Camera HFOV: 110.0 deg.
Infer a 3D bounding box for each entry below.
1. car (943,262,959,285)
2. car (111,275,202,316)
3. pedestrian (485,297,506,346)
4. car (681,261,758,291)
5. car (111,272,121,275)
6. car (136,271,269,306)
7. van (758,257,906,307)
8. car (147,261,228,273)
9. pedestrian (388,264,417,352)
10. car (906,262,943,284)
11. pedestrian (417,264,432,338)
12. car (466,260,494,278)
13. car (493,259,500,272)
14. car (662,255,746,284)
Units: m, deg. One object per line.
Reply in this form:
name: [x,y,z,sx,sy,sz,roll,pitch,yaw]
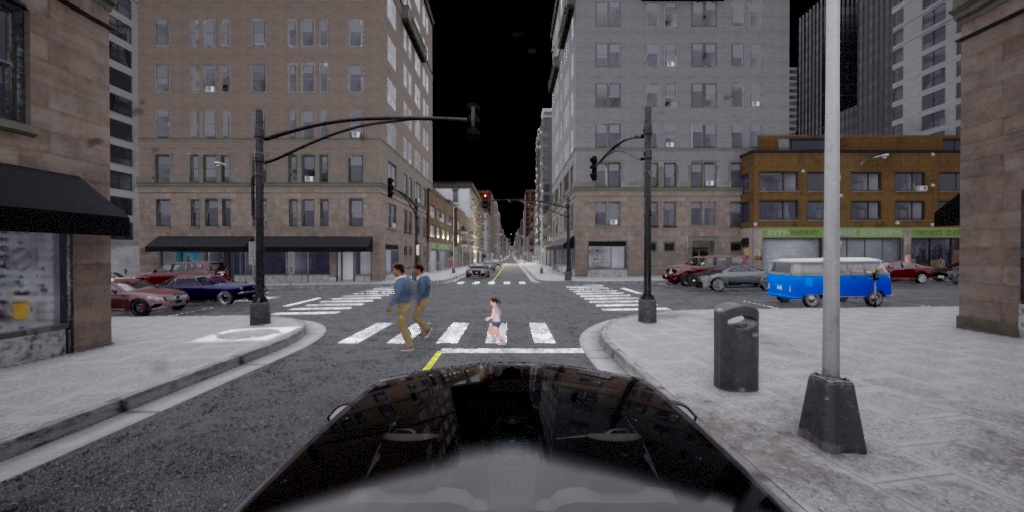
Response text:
car: [27.017,0.917,19.680,4.674,1.442,1.812,-1,0,0]
car: [-14.822,1.527,13.697,4.207,1.307,1.802,0,0,0]
pedestrian: [-0.316,1.423,8.043,0.500,1.100,0.500,0,0,0]
car: [11.957,1.140,19.632,4.181,1.385,1.994,-1,0,0]
car: [-26.026,1.550,22.191,4.829,1.417,1.751,0,0,0]
car: [-13.959,1.516,16.362,4.718,1.301,1.895,-1,0,0]
van: [12.114,0.957,13.772,3.998,1.789,1.690,0,0,0]
car: [-20.351,1.269,22.207,5.009,1.841,2.192,0,0,0]
pedestrian: [-2.263,1.043,7.443,0.375,1.860,0.375,0,0,0]
car: [23.307,0.964,22.329,4.507,1.381,1.888,0,0,0]
pedestrian: [-2.139,1.043,8.640,0.375,1.860,0.375,0,0,0]
car: [-3.097,1.317,33.642,1.994,1.385,4.181,0,0,1]
car: [-3.103,1.256,47.255,2.128,1.511,4.902,0,0,0]
car: [12.090,0.871,22.298,5.009,1.841,2.192,0,0,0]
